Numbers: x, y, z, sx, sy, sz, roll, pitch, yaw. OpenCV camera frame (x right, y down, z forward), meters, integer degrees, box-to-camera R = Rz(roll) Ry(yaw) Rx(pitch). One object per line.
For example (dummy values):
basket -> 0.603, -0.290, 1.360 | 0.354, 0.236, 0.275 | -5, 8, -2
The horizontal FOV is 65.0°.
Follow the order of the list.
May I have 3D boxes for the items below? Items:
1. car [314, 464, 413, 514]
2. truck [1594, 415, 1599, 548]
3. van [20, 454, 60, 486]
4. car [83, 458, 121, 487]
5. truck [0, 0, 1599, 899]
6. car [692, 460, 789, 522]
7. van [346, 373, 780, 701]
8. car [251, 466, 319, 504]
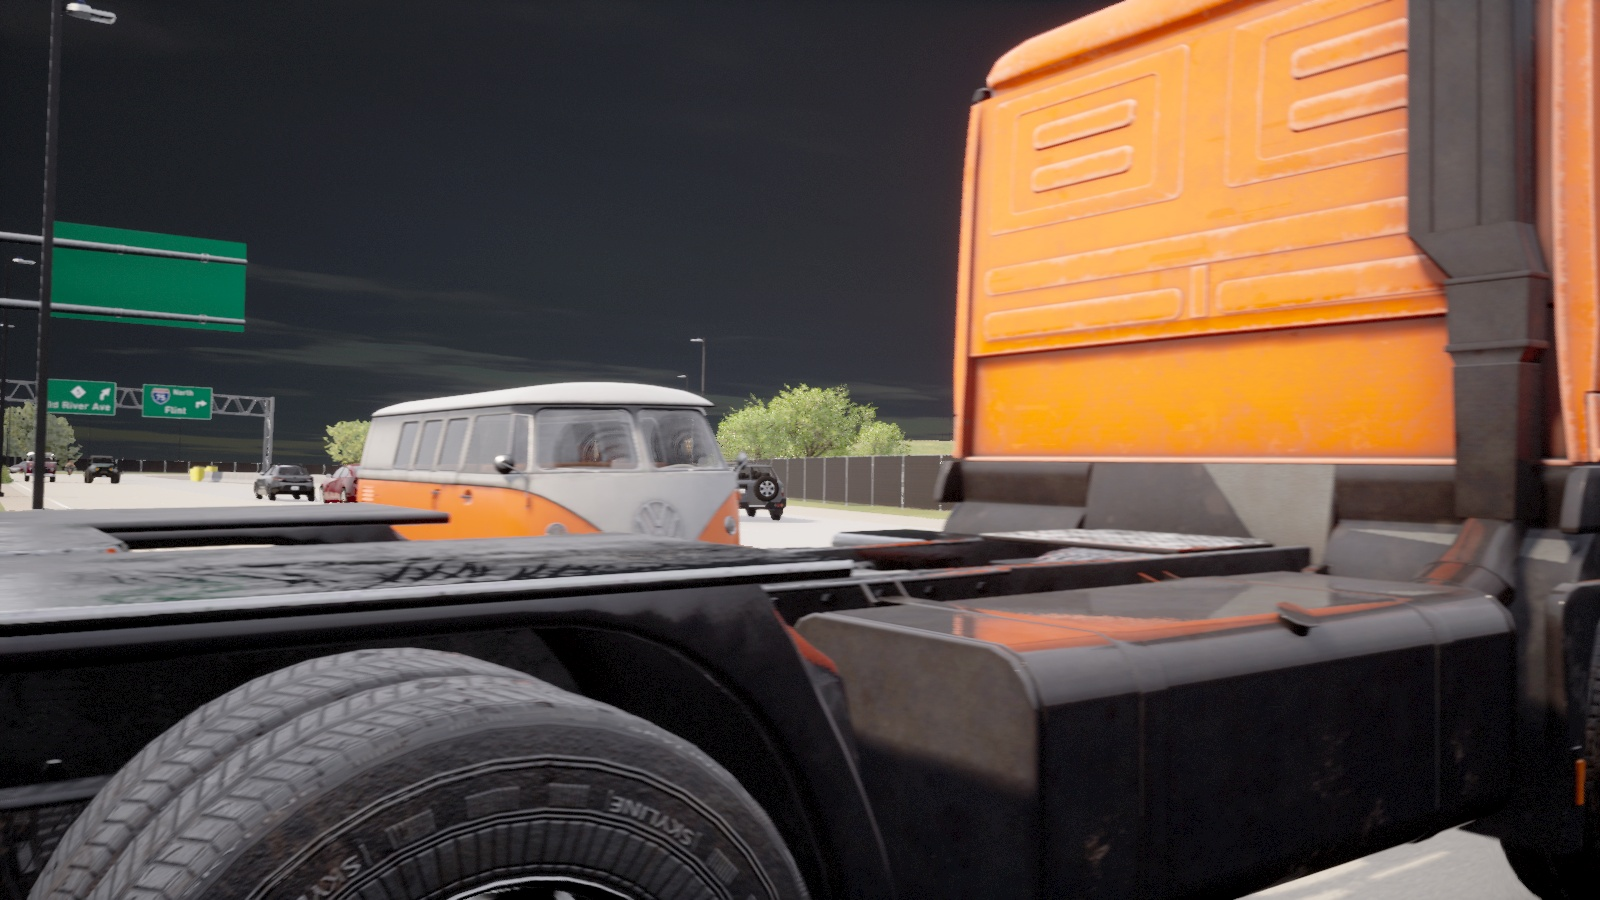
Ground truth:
car -> -14.474, 1.264, 41.491 | 1.882, 1.535, 5.008 | 2, -2, -33
truck -> 24.940, 0.981, 33.980 | 7.936, 3.462, 2.891 | 3, -3, -34
van -> -51.109, 1.353, 84.453 | 2.069, 2.038, 4.480 | 2, -2, -33
car -> -47.117, 1.521, 84.746 | 1.905, 1.878, 3.866 | 2, -2, -33
truck -> 0.098, -0.227, 3.786 | 7.936, 3.462, 2.891 | 0, 0, -35
car -> -1.952, 1.259, 39.703 | 1.932, 1.855, 4.605 | 1, -1, -17
van -> -2.113, 0.533, 9.960 | 1.775, 1.987, 4.442 | -1, 0, -34
car -> -21.318, 1.433, 51.888 | 1.816, 1.474, 4.193 | 2, -2, -33
